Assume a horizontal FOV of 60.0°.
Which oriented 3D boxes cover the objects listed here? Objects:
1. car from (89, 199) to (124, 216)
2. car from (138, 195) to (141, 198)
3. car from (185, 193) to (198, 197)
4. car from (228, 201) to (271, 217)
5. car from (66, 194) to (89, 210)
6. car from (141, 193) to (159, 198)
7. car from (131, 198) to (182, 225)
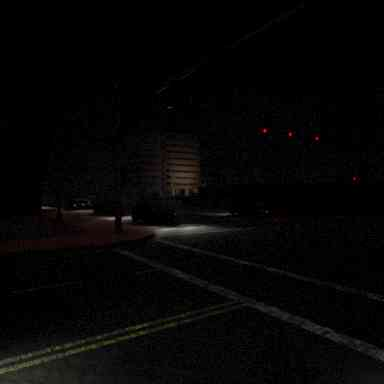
[{"bbox_3d":[-8.316,1.478,33.039,1.882,1.535,5.008,0,0,-33],"label":"car"},{"bbox_3d":[-11.359,1.153,83.926,4.605,1.855,1.932,0,0,-34],"label":"car"},{"bbox_3d":[1.246,1.156,65.267,3.866,1.878,1.905,0,0,-34],"label":"car"},{"bbox_3d":[5.369,1.525,31.261,1.812,1.442,4.674,0,0,-32],"label":"car"},{"bbox_3d":[-14.931,1.224,43.393,2.150,2.045,5.566,0,0,-33],"label":"car"},{"bbox_3d":[-9.782,1.156,81.499,3.866,1.878,1.905,0,0,-34],"label":"car"},{"bbox_3d":[-2.887,1.478,24.489,1.882,1.535,5.008,0,0,-31],"label":"car"}]
